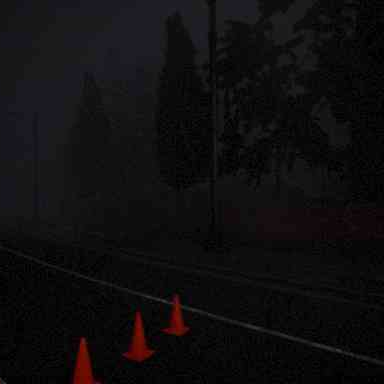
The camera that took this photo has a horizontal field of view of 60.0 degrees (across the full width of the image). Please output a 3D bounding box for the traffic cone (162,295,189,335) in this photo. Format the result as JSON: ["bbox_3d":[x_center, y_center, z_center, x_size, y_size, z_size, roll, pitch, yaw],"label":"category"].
[{"bbox_3d":[-0.270,2.040,5.627,0.340,0.580,0.340,0,-1,30],"label":"traffic cone"}]

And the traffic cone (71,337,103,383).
[{"bbox_3d":[-1.282,2.009,3.903,0.340,0.580,0.340,0,-1,30],"label":"traffic cone"}]

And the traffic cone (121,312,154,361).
[{"bbox_3d":[-0.776,2.024,4.765,0.340,0.580,0.340,0,-1,30],"label":"traffic cone"}]
